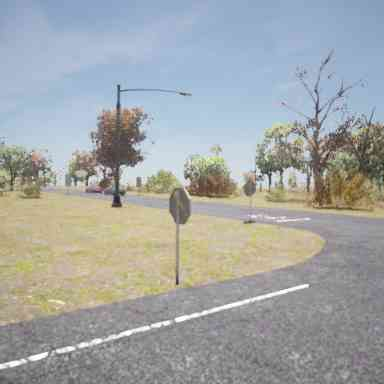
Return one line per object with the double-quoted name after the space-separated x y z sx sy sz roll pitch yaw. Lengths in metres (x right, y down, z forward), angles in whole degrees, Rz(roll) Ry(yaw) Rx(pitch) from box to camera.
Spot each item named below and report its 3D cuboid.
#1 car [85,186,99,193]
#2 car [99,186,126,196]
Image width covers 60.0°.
-17.729 -0.471 59.827 1.994 1.385 4.181 0 2 -36 "car"
-12.129 -0.178 52.039 2.033 1.411 5.357 0 2 -36 "car"
